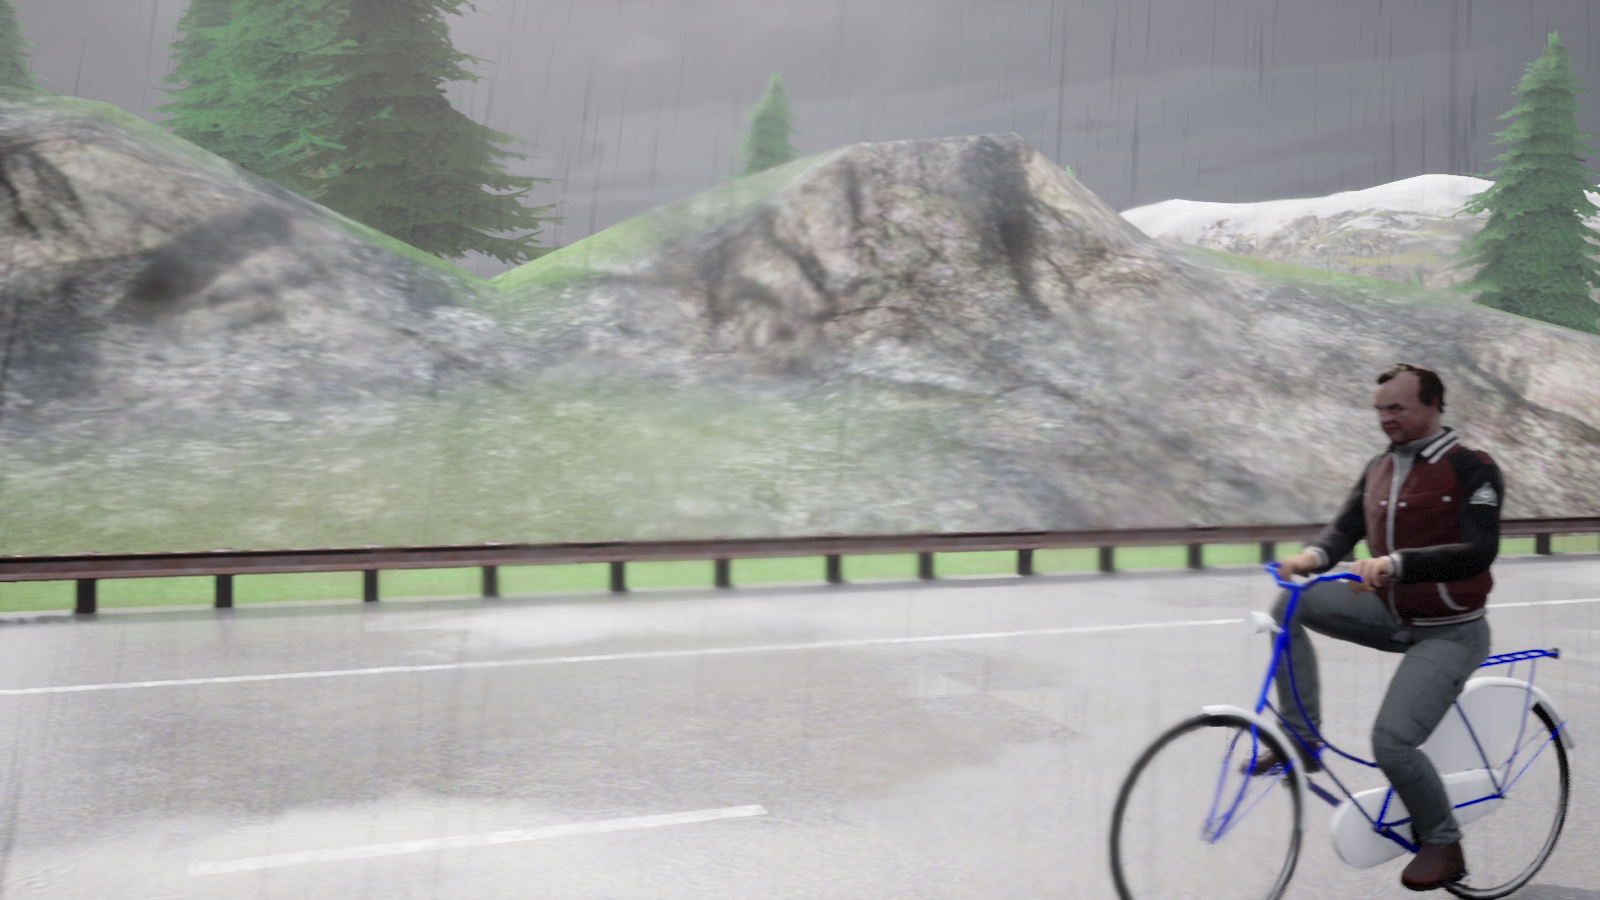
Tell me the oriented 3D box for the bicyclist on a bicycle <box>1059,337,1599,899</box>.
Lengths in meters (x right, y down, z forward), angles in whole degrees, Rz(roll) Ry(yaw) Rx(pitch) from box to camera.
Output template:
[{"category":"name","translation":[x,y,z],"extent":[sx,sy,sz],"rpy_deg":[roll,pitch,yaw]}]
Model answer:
[{"category":"bicyclist on a bicycle","translation":[1.789,0.573,3.916],"extent":[1.843,1.776,0.659],"rpy_deg":[-1,1,-21]}]
